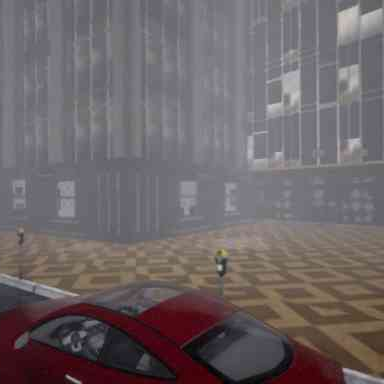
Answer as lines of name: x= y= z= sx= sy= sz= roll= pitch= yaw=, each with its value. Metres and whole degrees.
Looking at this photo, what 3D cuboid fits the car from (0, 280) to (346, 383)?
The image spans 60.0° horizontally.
car: x=-0.658 y=1.604 z=3.342 sx=4.206 sy=1.307 sz=1.802 roll=-1 pitch=0 yaw=35
